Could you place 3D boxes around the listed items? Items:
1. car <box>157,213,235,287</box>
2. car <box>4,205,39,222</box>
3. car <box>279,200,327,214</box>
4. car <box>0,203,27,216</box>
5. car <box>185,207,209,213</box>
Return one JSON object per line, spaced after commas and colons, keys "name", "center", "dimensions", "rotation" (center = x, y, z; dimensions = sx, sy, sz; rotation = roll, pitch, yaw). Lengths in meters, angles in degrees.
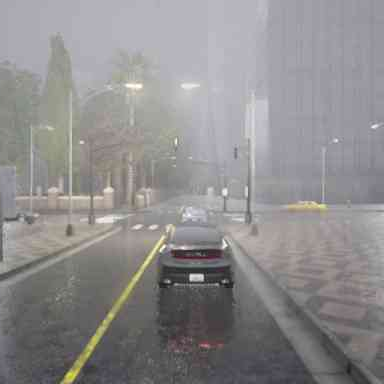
{"name": "car", "center": [0.098, 1.582, 9.547], "dimensions": [1.837, 1.490, 4.892], "rotation": [0, 0, 0]}
{"name": "car", "center": [-14.937, 1.828, 27.410], "dimensions": [4.403, 1.369, 2.008], "rotation": [0, 0, 0]}
{"name": "car", "center": [11.922, 1.599, 35.783], "dimensions": [4.829, 1.417, 1.752], "rotation": [-1, 1, 0]}
{"name": "car", "center": [-20.425, 1.897, 35.967], "dimensions": [4.206, 1.307, 1.802], "rotation": [0, 0, 0]}
{"name": "car", "center": [0.331, 1.701, 21.677], "dimensions": [2.033, 1.411, 5.357], "rotation": [0, 0, 4]}
